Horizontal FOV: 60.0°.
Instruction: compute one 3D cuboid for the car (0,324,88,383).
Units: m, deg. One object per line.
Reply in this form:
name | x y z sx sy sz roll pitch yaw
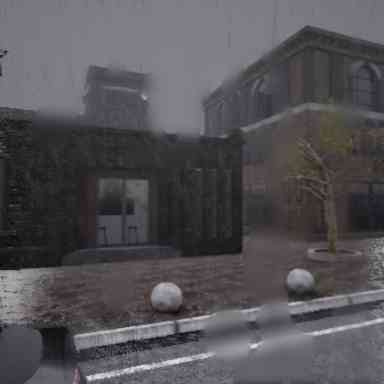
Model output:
car | -3.050 1.567 1.667 4.902 1.511 2.128 0 -2 -22
